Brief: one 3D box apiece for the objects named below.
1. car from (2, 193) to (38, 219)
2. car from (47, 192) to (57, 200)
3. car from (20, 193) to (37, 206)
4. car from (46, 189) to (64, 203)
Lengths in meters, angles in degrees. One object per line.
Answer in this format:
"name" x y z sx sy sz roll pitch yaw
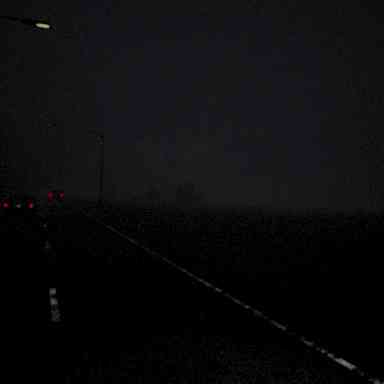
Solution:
"car" -12.837 0.984 24.913 2.097 1.767 4.553 2 0 -24
"car" -28.647 0.722 67.930 1.812 1.442 4.674 2 0 -24
"car" -21.065 0.906 43.018 1.837 1.490 4.892 2 0 -24
"car" -21.243 0.622 51.885 2.150 2.045 5.566 2 -1 -24
